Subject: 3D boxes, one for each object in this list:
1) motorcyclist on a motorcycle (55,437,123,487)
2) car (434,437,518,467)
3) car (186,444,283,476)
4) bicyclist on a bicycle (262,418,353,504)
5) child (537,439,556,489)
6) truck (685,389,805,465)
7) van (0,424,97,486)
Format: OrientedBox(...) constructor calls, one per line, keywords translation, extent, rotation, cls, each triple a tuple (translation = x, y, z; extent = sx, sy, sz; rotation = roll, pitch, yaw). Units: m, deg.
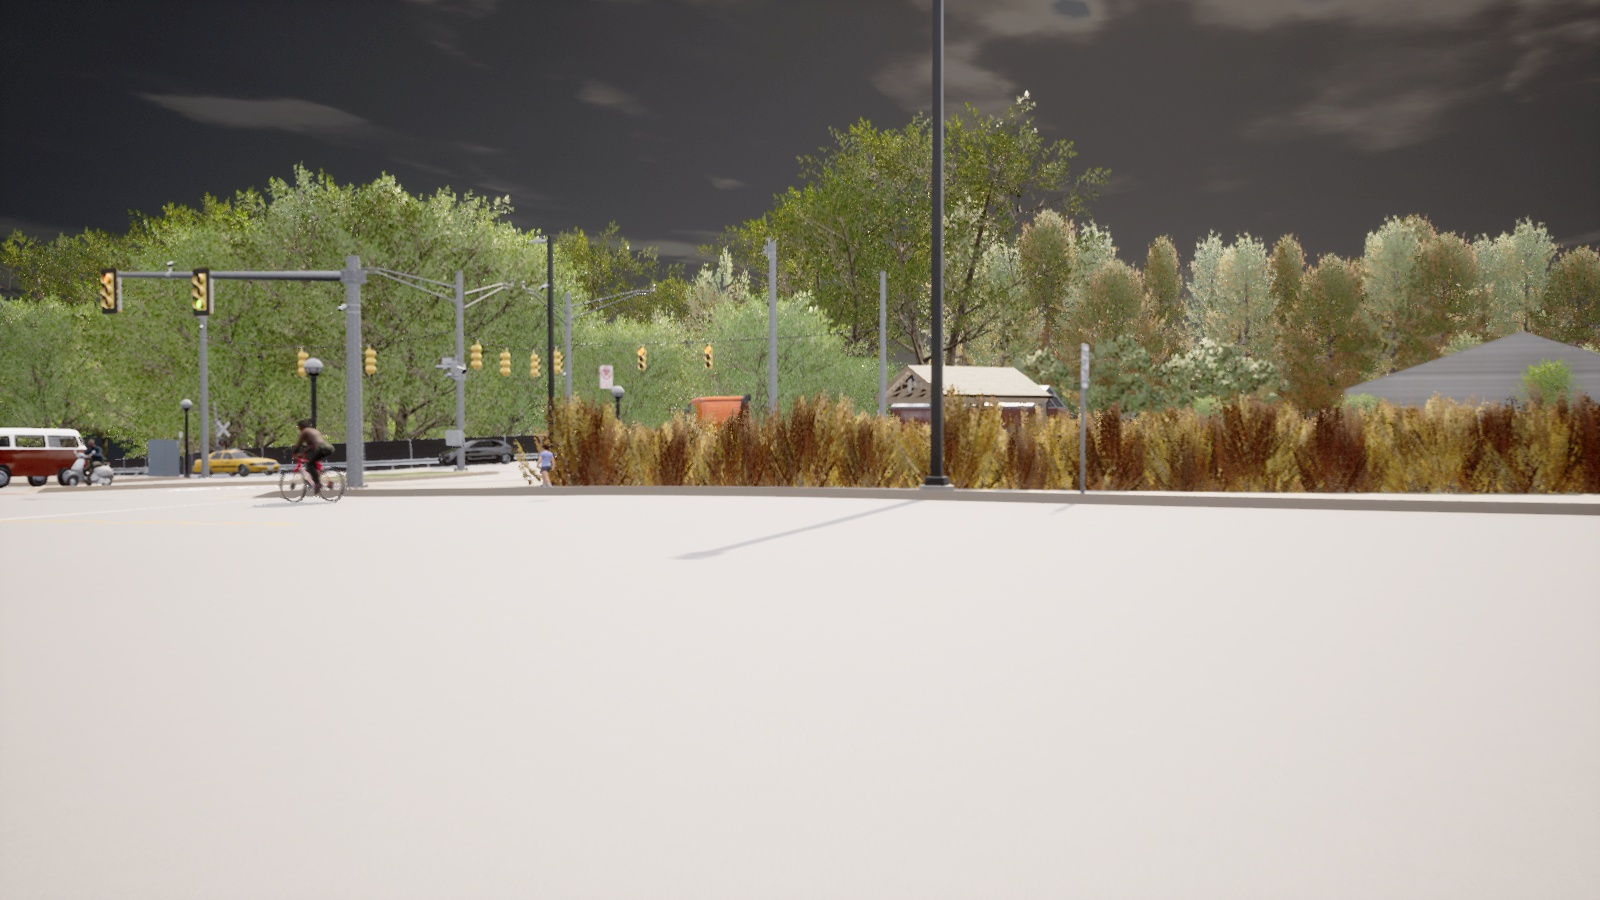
OrientedBox(translation=(-23.182, 0.391, 40.962), extent=(0.866, 1.590, 1.817), rotation=(0, 0, 18), cls="motorcyclist on a motorcycle")
OrientedBox(translation=(-18.426, 0.085, 71.486), extent=(4.193, 1.474, 1.816), rotation=(-3, 2, -38), cls="car")
OrientedBox(translation=(-30.493, 0.551, 67.630), extent=(5.366, 1.575, 1.801), rotation=(-1, 1, 28), cls="car")
OrientedBox(translation=(-9.588, 0.214, 24.442), extent=(1.656, 1.620, 0.582), rotation=(-2, 1, 24), cls="bicyclist on a bicycle")
OrientedBox(translation=(-5.784, 0.316, 28.626), extent=(0.394, 1.110, 0.255), rotation=(2, 2, 44), cls="child")
OrientedBox(translation=(-2.854, -1.124, 62.293), extent=(2.891, 3.462, 7.936), rotation=(-2, 1, -26), cls="truck")
OrientedBox(translation=(-26.635, 0.200, 42.642), extent=(2.069, 2.038, 4.480), rotation=(-1, -1, 22), cls="van")
